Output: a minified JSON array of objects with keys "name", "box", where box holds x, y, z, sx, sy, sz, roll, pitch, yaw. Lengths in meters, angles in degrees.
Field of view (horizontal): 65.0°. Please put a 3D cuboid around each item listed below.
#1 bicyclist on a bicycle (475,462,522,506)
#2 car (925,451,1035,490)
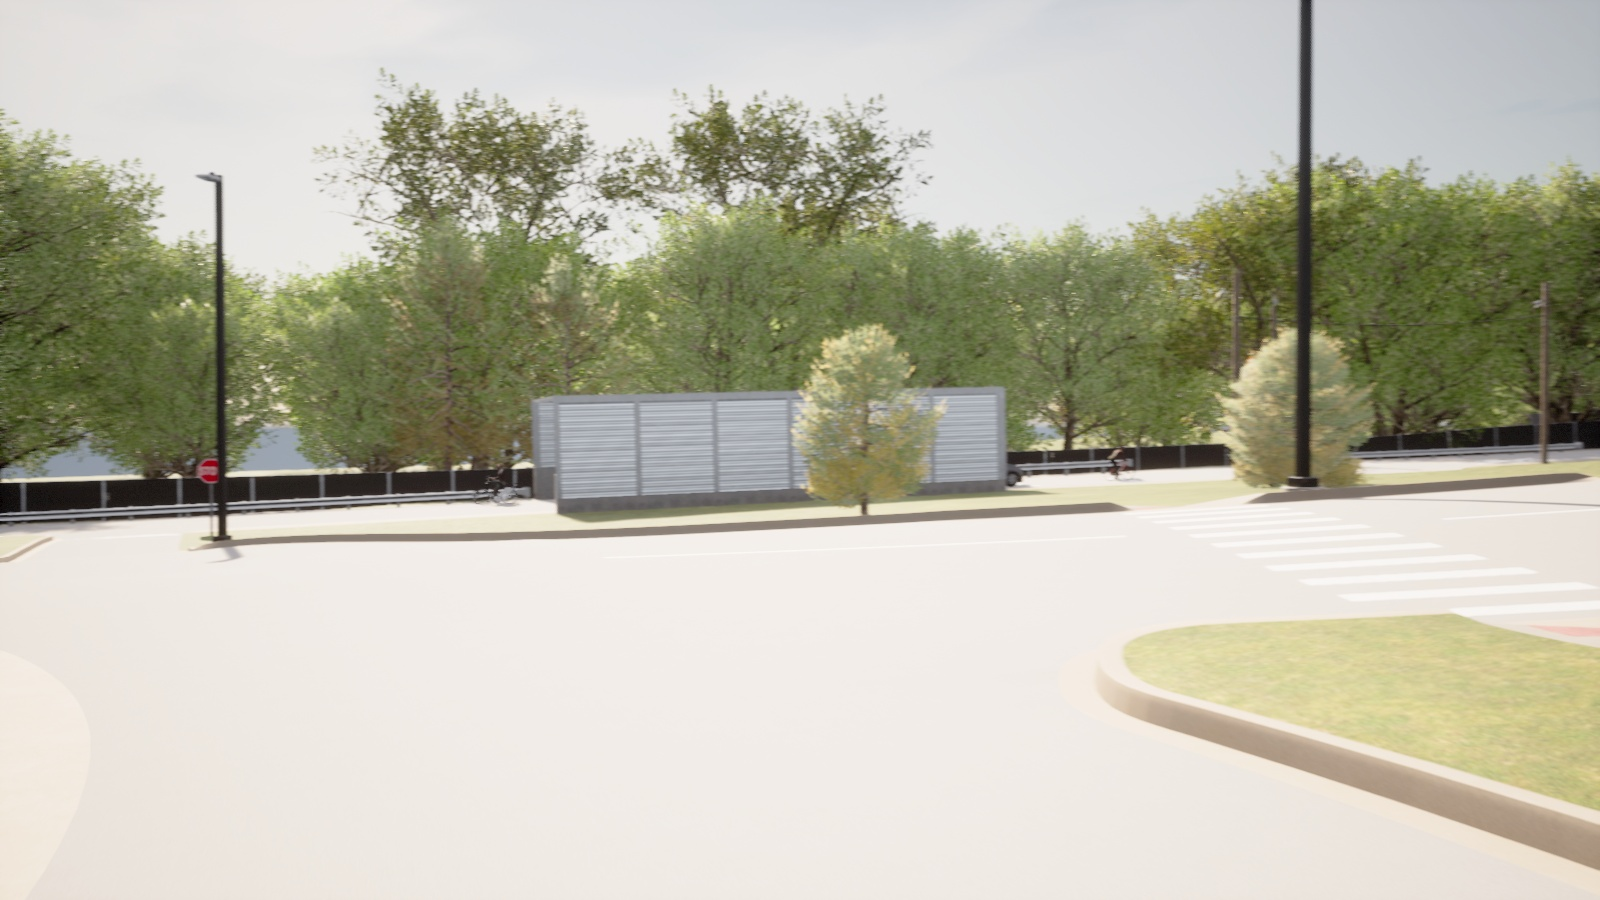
[{"name":"bicyclist on a bicycle","box":[-12.795,1.441,53.312,1.843,1.776,0.659,-2,2,-22]},{"name":"car","box":[8.133,0.894,56.821,4.514,1.525,2.007,-2,2,-19]}]
